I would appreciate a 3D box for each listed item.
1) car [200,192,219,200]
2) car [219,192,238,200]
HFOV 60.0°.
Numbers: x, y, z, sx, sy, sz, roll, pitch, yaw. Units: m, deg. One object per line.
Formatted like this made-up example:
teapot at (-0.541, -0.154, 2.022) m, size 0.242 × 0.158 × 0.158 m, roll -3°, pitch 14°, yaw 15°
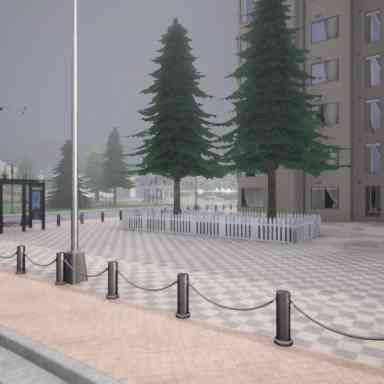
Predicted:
car at (5.155, 1.384, 91.423) m, size 3.806 × 1.475 × 1.970 m, roll 0°, pitch 0°, yaw 35°
car at (9.519, 1.374, 84.721) m, size 3.633 × 1.501 × 1.845 m, roll 0°, pitch 0°, yaw 35°
